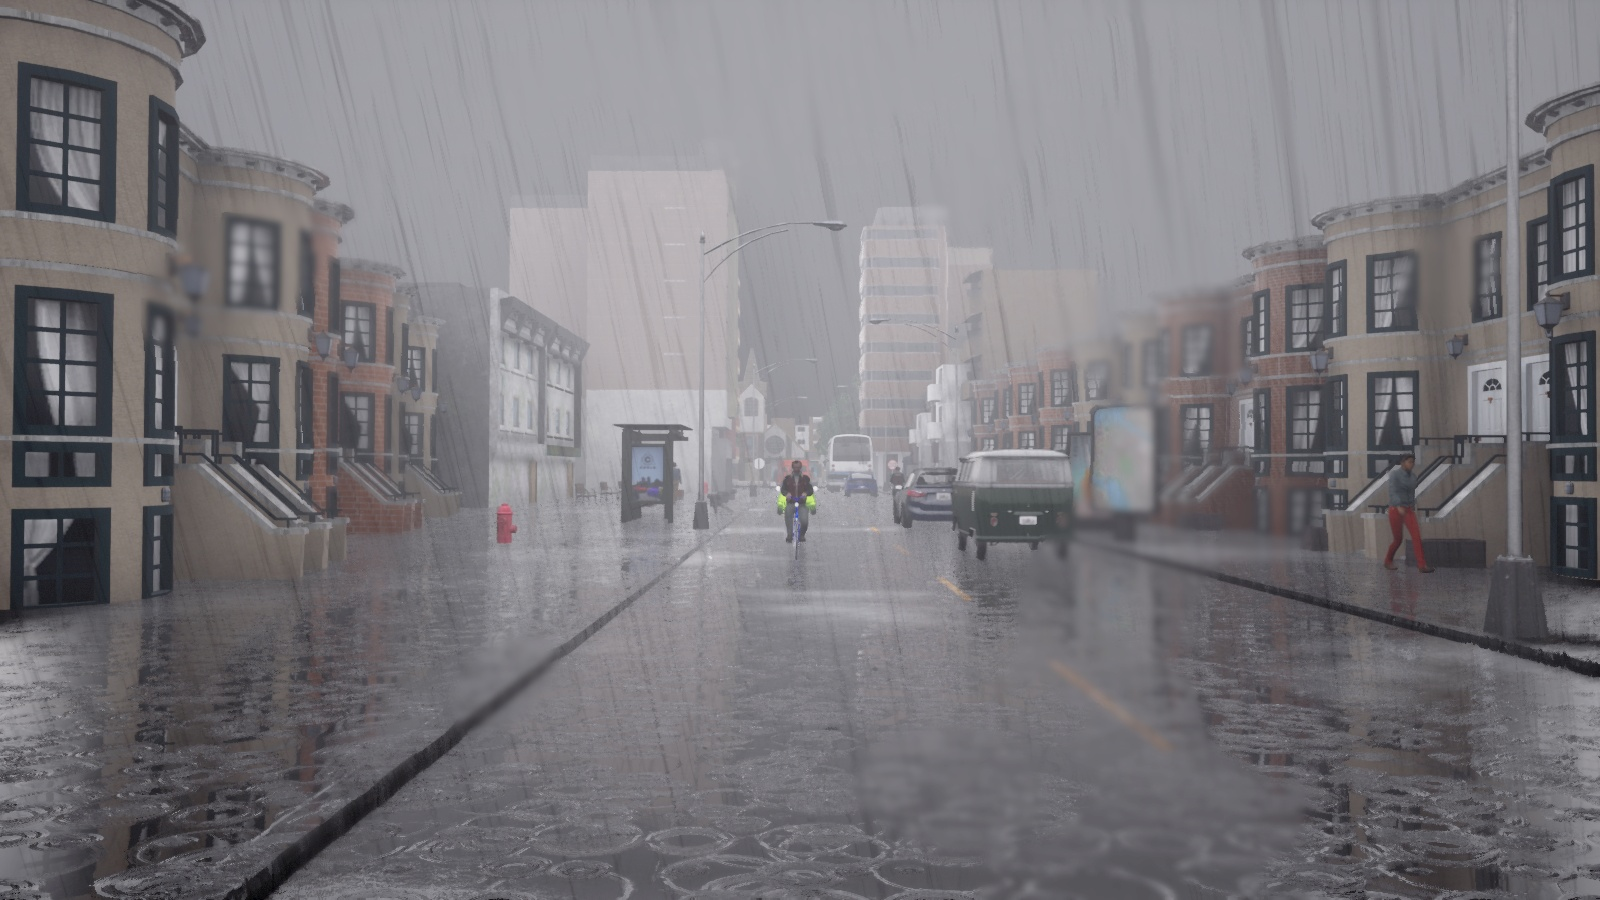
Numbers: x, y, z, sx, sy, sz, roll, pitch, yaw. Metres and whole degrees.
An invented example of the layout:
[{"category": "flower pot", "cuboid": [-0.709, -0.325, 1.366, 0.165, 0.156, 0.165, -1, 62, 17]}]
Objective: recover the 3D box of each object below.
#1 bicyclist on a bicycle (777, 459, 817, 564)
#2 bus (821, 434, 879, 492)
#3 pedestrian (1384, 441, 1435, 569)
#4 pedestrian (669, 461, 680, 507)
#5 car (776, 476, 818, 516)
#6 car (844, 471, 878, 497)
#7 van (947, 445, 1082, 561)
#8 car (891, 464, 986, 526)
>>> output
[{"category": "bicyclist on a bicycle", "cuboid": [-0.052, 1.058, 22.245, 0.659, 1.776, 1.843, 0, -1, 0]}, {"category": "bus", "cuboid": [3.714, 1.040, 96.537, 3.944, 4.253, 10.273, 0, -1, 0]}, {"category": "pedestrian", "cuboid": [8.976, 0.798, 18.507, 0.353, 1.847, 0.614, 0, -1, -12]}, {"category": "pedestrian", "cuboid": [-5.346, 1.441, 53.466, 0.423, 1.949, 0.788, 0, -1, -11]}, {"category": "car", "cuboid": [-0.102, 1.621, 44.870, 1.481, 1.376, 2.207, 0, -1, 0]}, {"category": "car", "cuboid": [3.791, 2.092, 78.499, 1.882, 1.535, 5.008, 0, -1, 0]}, {"category": "van", "cuboid": [3.945, 0.951, 23.827, 1.775, 1.987, 4.442, 0, -1, 0]}, {"category": "car", "cuboid": [3.917, 1.252, 36.355, 2.242, 1.667, 4.611, 0, -1, 0]}]
